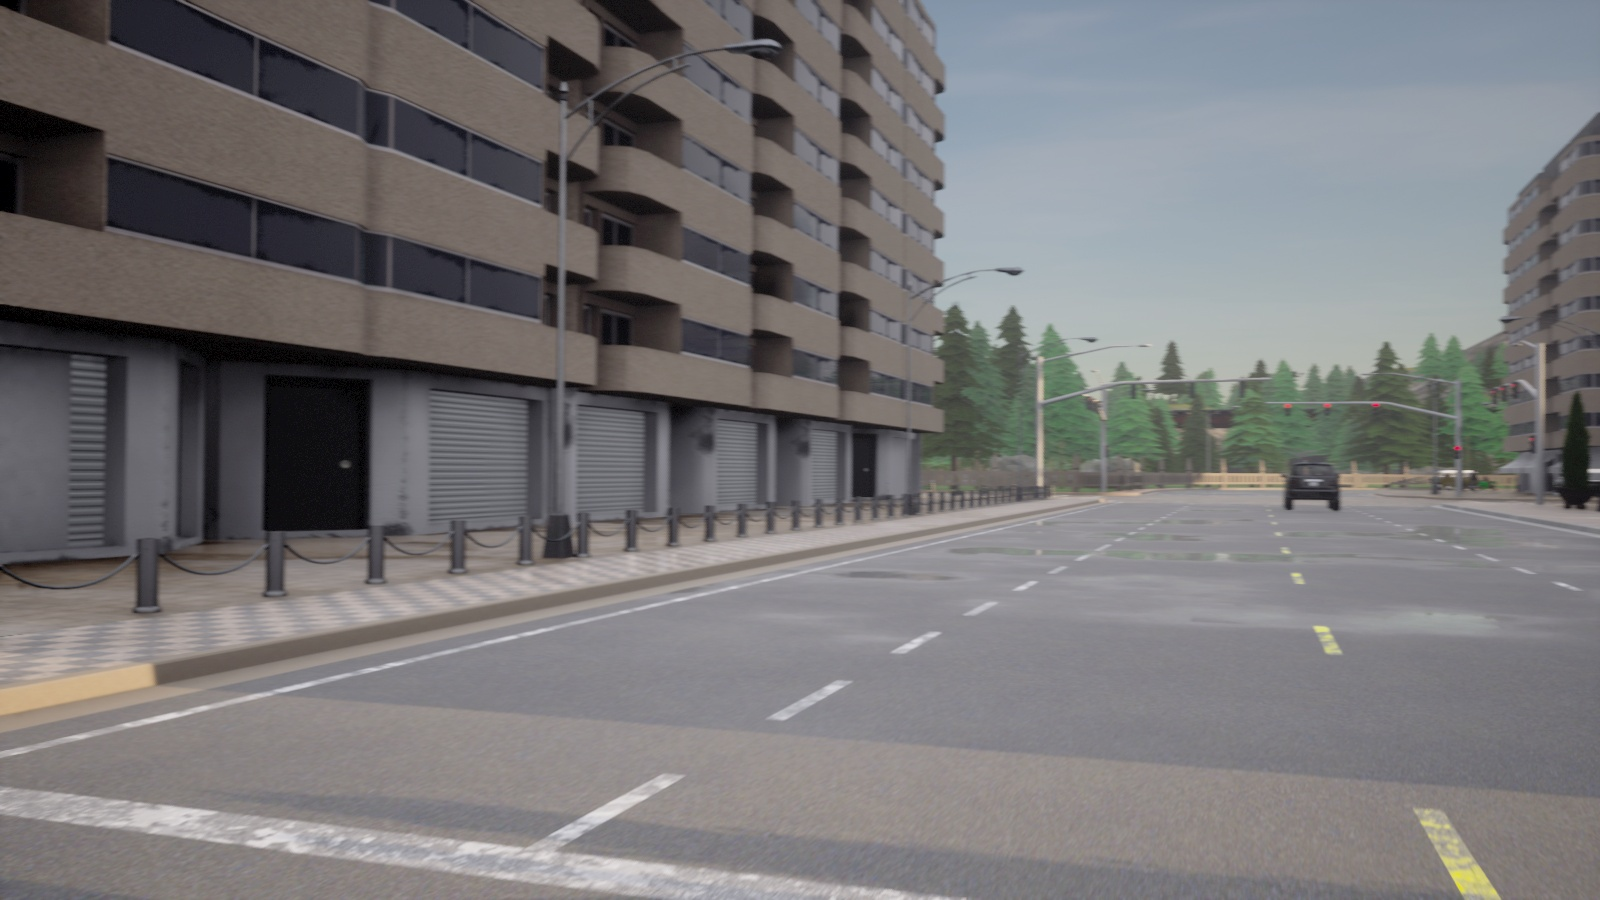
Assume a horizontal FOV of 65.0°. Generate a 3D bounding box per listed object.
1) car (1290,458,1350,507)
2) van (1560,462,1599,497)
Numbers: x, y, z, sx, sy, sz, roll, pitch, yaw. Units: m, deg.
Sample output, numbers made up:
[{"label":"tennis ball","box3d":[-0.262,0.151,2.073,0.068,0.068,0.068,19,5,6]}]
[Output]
[{"label":"car","box3d":[22.487,1.381,54.462,2.150,2.045,5.566,0,-1,20]},{"label":"van","box3d":[47.836,1.751,74.359,4.480,2.038,2.069,0,-1,20]}]
